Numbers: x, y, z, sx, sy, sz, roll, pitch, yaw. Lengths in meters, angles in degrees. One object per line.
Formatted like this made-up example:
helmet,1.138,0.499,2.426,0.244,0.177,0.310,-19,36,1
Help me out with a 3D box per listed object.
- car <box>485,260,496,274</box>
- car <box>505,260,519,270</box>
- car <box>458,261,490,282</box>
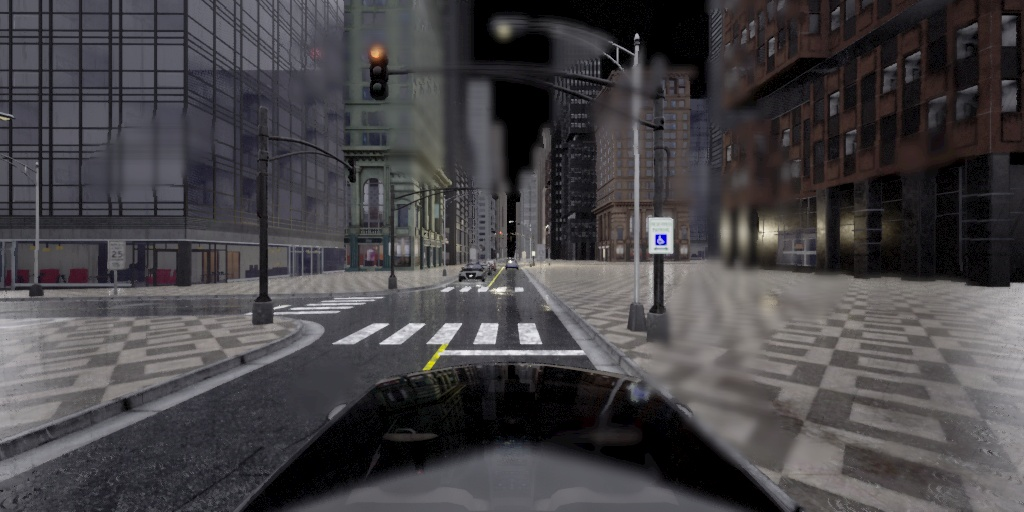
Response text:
car,-3.105,1.244,37.952,2.128,1.511,4.902,0,0,0
car,-0.015,1.325,53.394,1.994,1.385,4.181,0,0,0
car,-3.111,1.314,28.981,1.994,1.385,4.181,0,0,0
